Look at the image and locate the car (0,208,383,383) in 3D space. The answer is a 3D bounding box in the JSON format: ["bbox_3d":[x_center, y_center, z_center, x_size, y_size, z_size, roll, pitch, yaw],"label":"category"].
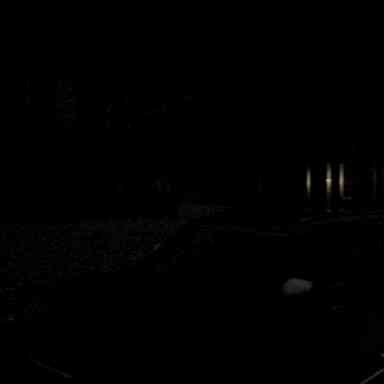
[{"bbox_3d":[0.850,1.254,3.982,5.566,2.045,2.150,1,0,-35],"label":"car"}]
